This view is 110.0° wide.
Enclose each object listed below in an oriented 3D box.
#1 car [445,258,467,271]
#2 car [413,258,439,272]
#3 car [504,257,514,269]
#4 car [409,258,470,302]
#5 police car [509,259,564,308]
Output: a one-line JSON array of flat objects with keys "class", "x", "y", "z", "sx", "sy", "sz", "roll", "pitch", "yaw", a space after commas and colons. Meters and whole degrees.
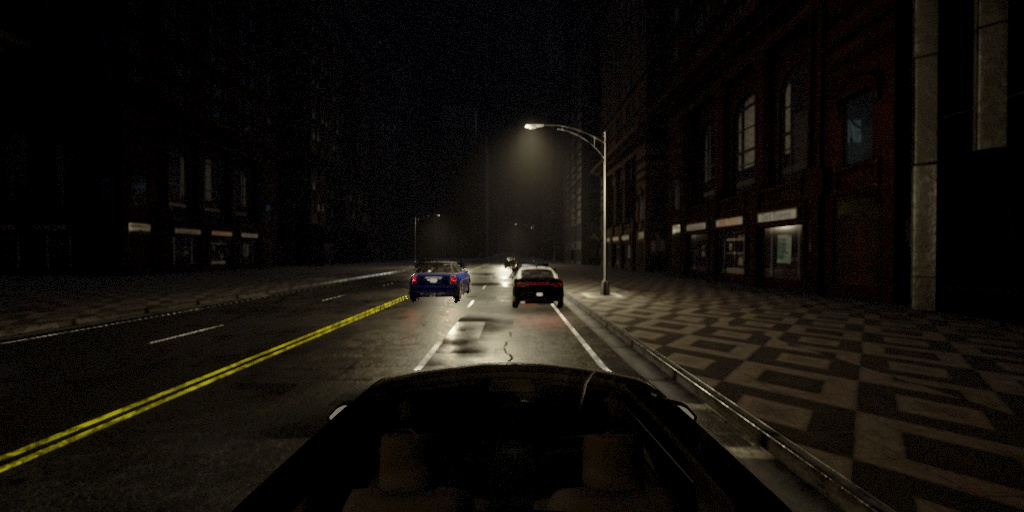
[{"class": "car", "x": -6.696, "y": 1.029, "z": 43.411, "sx": 1.837, "sy": 1.490, "sz": 4.892, "roll": 0, "pitch": 0, "yaw": 0}, {"class": "car", "x": -9.941, "y": 1.036, "z": 41.674, "sx": 1.837, "sy": 1.490, "sz": 4.892, "roll": 0, "pitch": 0, "yaw": 0}, {"class": "car", "x": -0.100, "y": 0.982, "z": 50.246, "sx": 2.128, "sy": 1.511, "sz": 4.902, "roll": 0, "pitch": 0, "yaw": 0}, {"class": "car", "x": -3.185, "y": 1.015, "z": 16.633, "sx": 2.097, "sy": 1.767, "sz": 4.553, "roll": 0, "pitch": 0, "yaw": 0}, {"class": "police car", "x": 0.944, "y": 1.097, "z": 14.934, "sx": 1.930, "sy": 1.638, "sz": 5.238, "roll": 0, "pitch": 0, "yaw": 0}]
